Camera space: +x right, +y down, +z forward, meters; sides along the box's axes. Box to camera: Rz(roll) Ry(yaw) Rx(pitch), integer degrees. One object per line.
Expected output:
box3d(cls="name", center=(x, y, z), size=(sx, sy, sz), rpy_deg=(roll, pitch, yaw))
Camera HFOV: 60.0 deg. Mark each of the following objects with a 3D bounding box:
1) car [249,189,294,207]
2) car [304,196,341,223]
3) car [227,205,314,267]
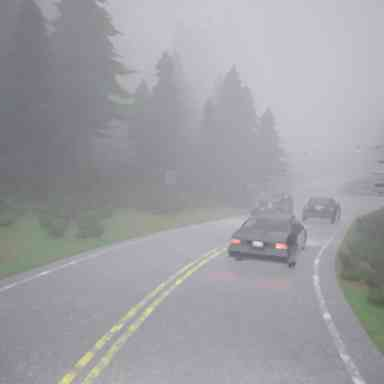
box3d(cls="car", center=(6.069, 0.817, 24.781), size=(2.150, 2.045, 5.566), rpy_deg=(3, 2, 28))
box3d(cls="car", center=(9.370, 1.107, 23.820), size=(2.097, 1.767, 4.553), rpy_deg=(3, 2, 28))
box3d(cls="car", center=(2.715, 1.402, 11.103), size=(2.033, 1.411, 5.357), rpy_deg=(3, 2, 23))
